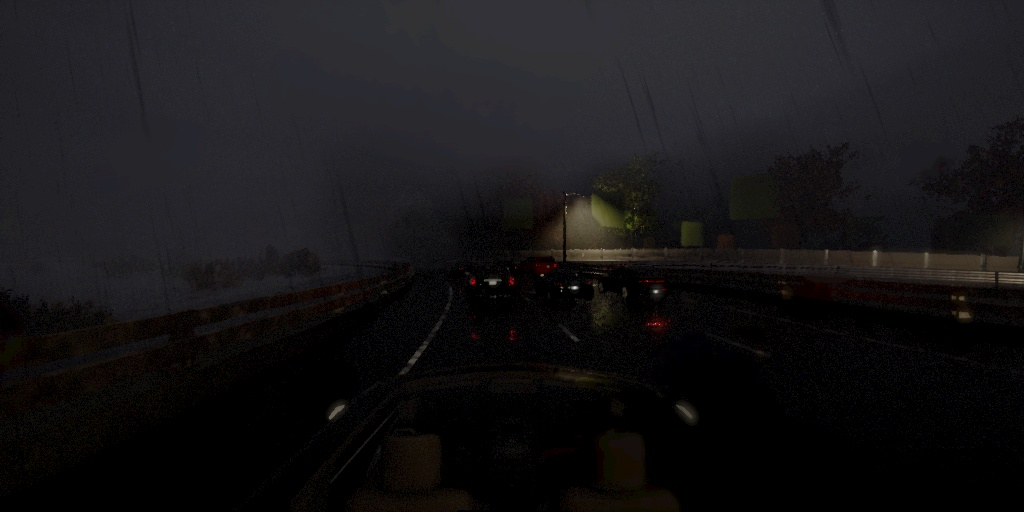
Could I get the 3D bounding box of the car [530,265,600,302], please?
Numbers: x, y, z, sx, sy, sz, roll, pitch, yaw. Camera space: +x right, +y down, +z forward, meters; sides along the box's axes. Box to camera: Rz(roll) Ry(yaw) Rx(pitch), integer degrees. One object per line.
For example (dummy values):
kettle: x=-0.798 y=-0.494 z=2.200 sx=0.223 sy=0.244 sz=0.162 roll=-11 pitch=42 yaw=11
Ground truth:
car: x=2.376 y=1.321 z=17.197 sx=1.994 sy=1.385 sz=4.181 roll=0 pitch=0 yaw=-8

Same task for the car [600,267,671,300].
car: x=5.840 y=1.265 z=17.696 sx=1.837 sy=1.490 sz=4.892 roll=0 pitch=0 yaw=-8

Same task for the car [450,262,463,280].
car: x=-4.332 y=1.243 z=31.586 sx=2.128 sy=1.511 sz=4.902 roll=0 pitch=0 yaw=-16

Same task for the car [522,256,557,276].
car: x=2.375 y=1.006 z=33.590 sx=2.150 sy=2.045 sz=5.566 roll=0 pitch=0 yaw=-16

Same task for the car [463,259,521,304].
car: x=-1.084 y=1.114 z=16.669 sx=2.097 sy=1.767 sz=4.553 roll=0 pitch=0 yaw=-8
